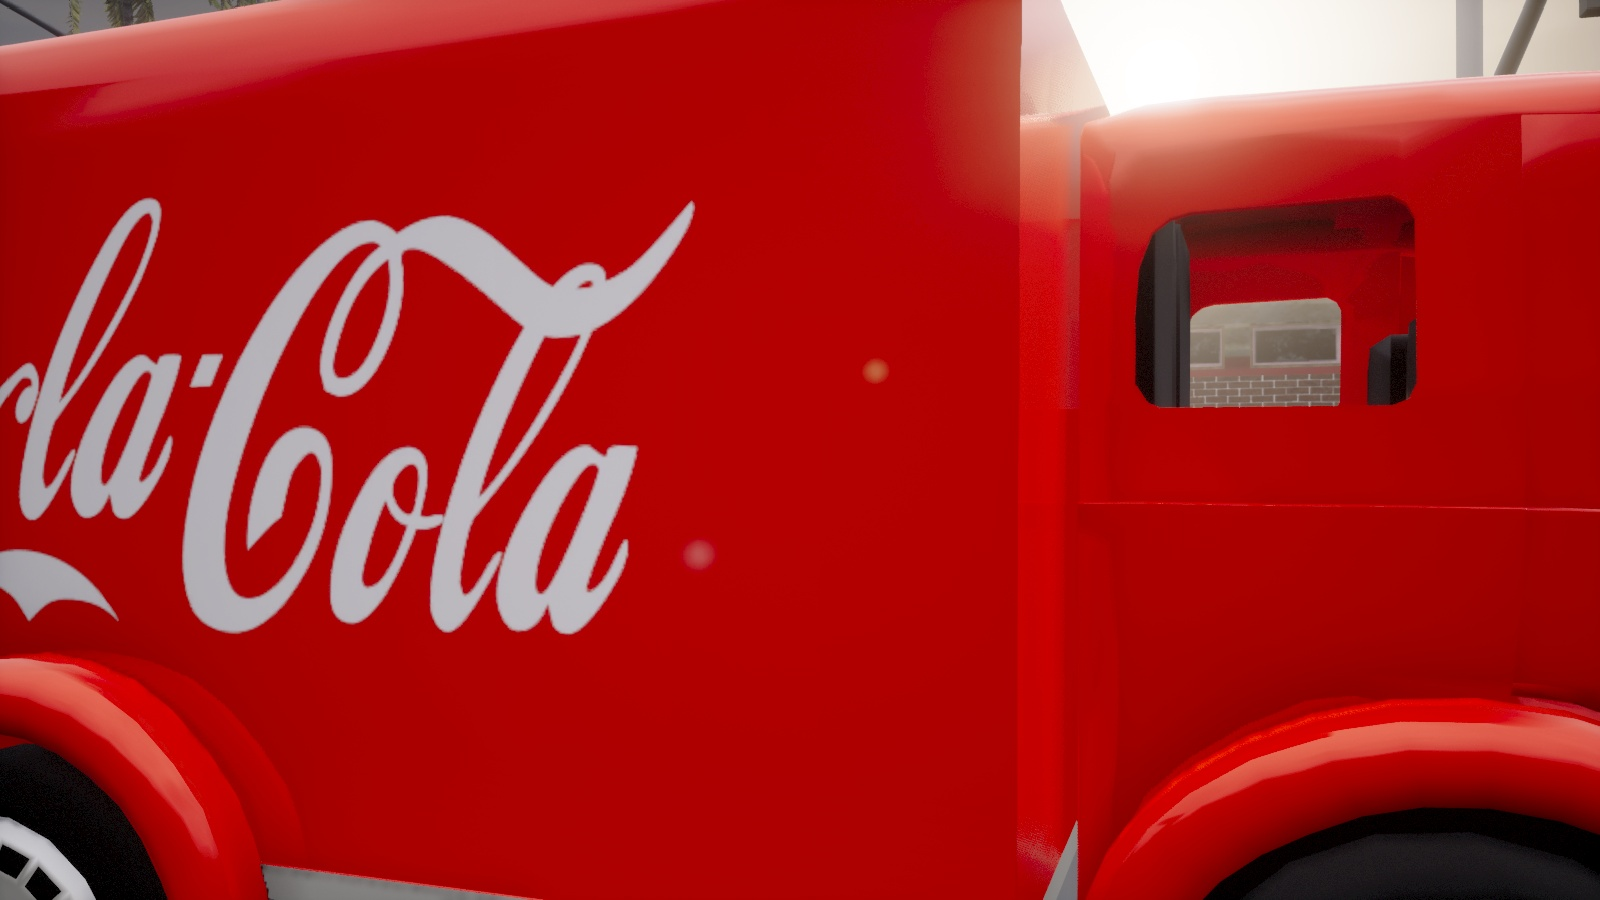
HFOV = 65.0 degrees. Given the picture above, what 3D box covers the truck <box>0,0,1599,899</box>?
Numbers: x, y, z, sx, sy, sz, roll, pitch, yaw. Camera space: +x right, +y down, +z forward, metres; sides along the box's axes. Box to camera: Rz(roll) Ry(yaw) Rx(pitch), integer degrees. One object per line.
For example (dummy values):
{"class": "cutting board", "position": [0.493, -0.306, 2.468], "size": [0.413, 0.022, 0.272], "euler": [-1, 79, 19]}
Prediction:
{"class": "truck", "position": [-0.068, 0.283, 3.233], "size": [5.204, 2.467, 2.627], "euler": [1, 1, 20]}
